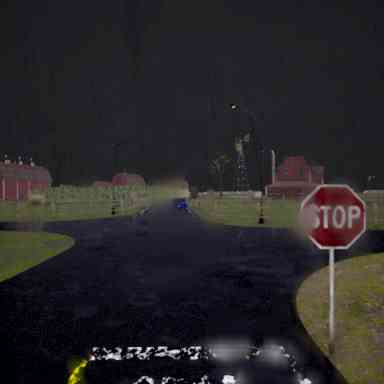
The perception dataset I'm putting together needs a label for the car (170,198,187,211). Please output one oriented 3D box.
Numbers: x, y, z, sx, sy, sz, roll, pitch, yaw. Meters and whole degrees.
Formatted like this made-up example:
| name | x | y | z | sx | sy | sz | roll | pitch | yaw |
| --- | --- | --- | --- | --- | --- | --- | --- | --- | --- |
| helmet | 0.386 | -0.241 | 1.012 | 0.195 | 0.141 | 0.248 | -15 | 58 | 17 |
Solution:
| name | x | y | z | sx | sy | sz | roll | pitch | yaw |
| --- | --- | --- | --- | --- | --- | --- | --- | --- | --- |
| car | -1.690 | 1.500 | 41.787 | 1.882 | 1.535 | 5.008 | 0 | 0 | -3 |
